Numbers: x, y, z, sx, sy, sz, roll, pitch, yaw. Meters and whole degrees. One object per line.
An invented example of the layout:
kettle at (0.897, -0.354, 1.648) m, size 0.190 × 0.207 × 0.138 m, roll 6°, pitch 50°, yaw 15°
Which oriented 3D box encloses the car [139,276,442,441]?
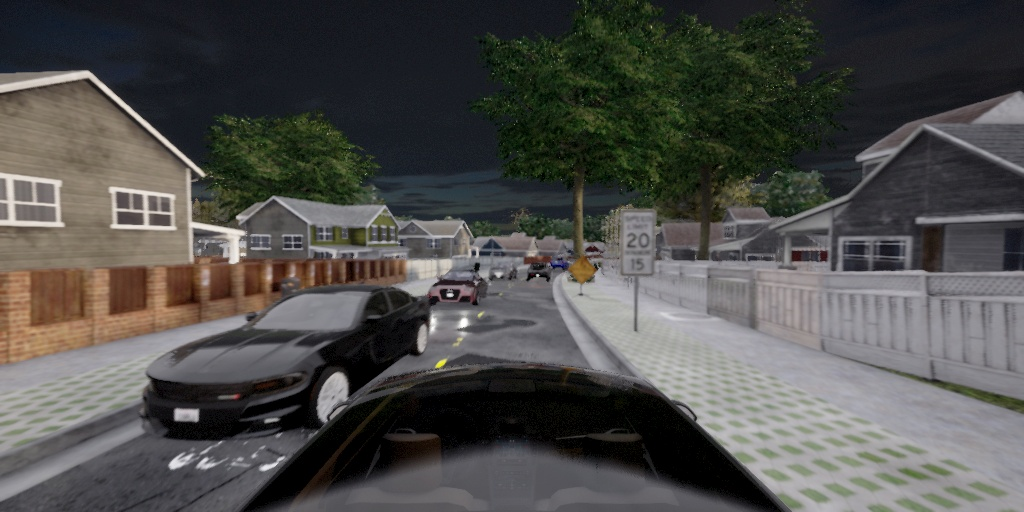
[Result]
car at (-2.836, 1.221, 5.850) m, size 1.882 × 1.535 × 5.008 m, roll 0°, pitch 0°, yaw 5°

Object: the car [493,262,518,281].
car at (-0.674, 1.259, 30.012) m, size 2.128 × 1.511 × 4.902 m, roll 0°, pitch 0°, yaw 8°

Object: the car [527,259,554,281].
car at (2.392, 1.301, 30.685) m, size 1.837 × 1.490 × 4.892 m, roll 0°, pitch 0°, yaw 8°

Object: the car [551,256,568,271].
car at (6.797, 1.026, 52.035) m, size 2.150 × 2.045 × 5.566 m, roll 1°, pitch 0°, yaw 15°

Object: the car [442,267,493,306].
car at (-2.228, 1.312, 15.722) m, size 1.994 × 1.385 × 4.181 m, roll 0°, pitch 0°, yaw 4°

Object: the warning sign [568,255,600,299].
warning sign at (3.067, 0.894, 15.994) m, size 1.300 × 1.860 × 1.060 m, roll 0°, pitch 0°, yaw 4°
